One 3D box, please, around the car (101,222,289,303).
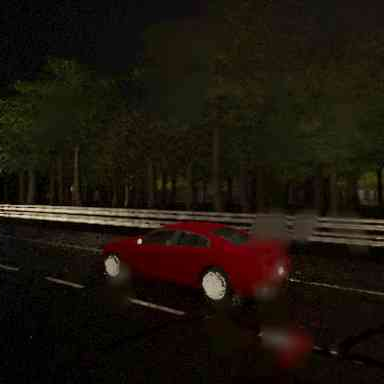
[{"bbox_3d":[-0.175,1.498,8.293,5.008,1.535,1.882,0,0,36],"label":"car"}]
